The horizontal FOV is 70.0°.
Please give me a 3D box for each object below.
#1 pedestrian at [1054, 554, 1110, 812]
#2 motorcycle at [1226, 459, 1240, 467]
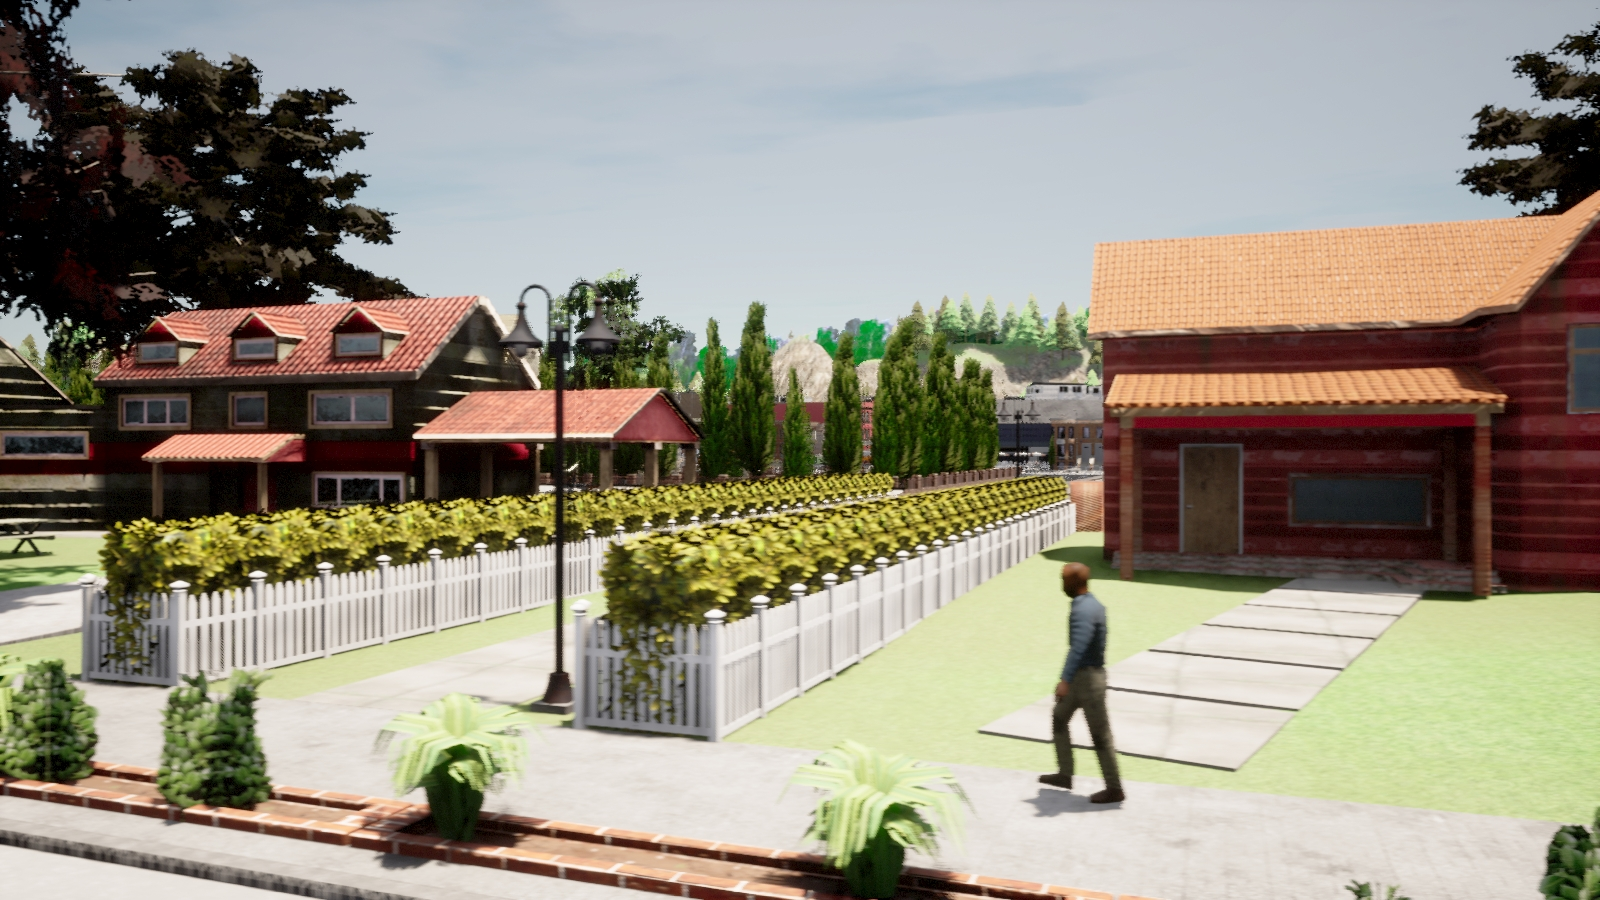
[{"bbox_3d":[2.142,1.743,8.670,0.375,1.860,0.375,0,0,20],"label":"pedestrian"},{"bbox_3d":[72.131,2.188,190.381,2.033,1.199,0.803,-2,-1,20],"label":"motorcycle"}]
